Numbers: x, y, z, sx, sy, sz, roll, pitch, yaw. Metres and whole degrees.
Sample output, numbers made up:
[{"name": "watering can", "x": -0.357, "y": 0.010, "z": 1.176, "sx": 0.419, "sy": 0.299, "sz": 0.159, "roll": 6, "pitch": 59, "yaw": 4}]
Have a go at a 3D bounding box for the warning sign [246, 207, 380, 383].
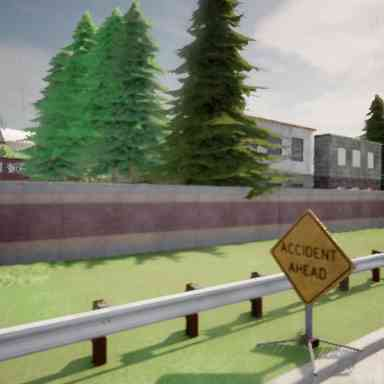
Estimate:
[{"name": "warning sign", "x": 1.565, "y": 1.155, "z": 4.436, "sx": 1.060, "sy": 1.860, "sz": 1.300, "roll": 1, "pitch": 0, "yaw": -36}]
